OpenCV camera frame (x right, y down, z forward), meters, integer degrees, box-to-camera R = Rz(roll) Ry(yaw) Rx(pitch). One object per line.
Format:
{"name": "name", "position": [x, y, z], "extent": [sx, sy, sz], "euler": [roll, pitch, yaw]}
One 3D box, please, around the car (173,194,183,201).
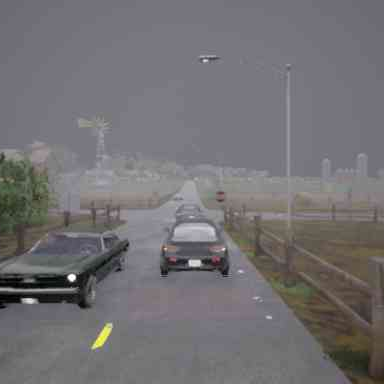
{"name": "car", "position": [-2.769, 1.107, 66.884], "extent": [1.882, 1.535, 5.008], "euler": [0, 2, 0]}

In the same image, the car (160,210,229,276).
{"name": "car", "position": [0.074, 1.520, 10.225], "extent": [1.812, 1.442, 4.674], "euler": [0, 0, 0]}

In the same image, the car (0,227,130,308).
{"name": "car", "position": [-2.843, 1.596, 8.024], "extent": [1.895, 1.301, 4.718], "euler": [0, 0, 0]}

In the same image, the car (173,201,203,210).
{"name": "car", "position": [-0.180, 1.550, 22.718], "extent": [1.994, 1.385, 4.181], "euler": [0, 0, -3]}
